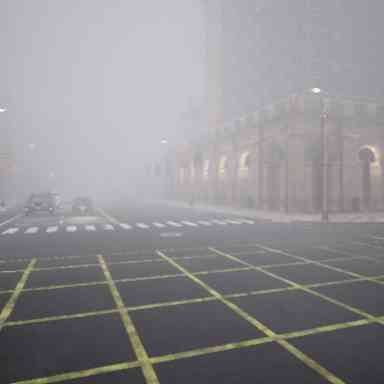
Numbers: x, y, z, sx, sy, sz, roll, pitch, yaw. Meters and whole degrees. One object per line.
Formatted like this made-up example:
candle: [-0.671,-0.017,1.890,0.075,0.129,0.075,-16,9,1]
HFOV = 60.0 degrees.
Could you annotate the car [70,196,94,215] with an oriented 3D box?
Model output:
car: [-10.358,1.245,31.317,2.128,1.511,4.902,0,1,-20]

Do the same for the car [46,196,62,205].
car: [-20.550,1.232,49.660,1.895,1.301,4.718,0,1,-20]

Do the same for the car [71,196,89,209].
car: [-13.706,1.229,40.711,2.033,1.411,5.357,0,1,-19]

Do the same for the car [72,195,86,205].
car: [-17.113,1.208,50.439,1.895,1.301,4.718,0,1,-20]

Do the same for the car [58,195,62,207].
car: [-17.143,0.927,39.950,2.150,2.045,5.566,0,1,-19]

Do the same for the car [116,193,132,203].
car: [-11.388,0.886,55.231,2.097,1.767,4.553,0,1,-20]

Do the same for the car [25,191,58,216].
car: [-13.744,1.000,30.370,2.150,2.045,5.566,0,1,-20]
